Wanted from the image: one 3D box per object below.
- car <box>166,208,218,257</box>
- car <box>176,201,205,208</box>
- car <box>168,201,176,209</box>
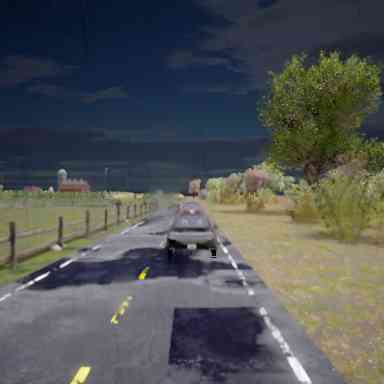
[{"bbox_3d":[0.007,1.628,13.513,2.128,1.511,4.902,0,0,0],"label":"car"},{"bbox_3d":[-0.004,1.644,28.421,2.097,1.767,4.553,0,-1,0],"label":"car"},{"bbox_3d":[-2.806,2.177,53.763,1.895,1.301,4.718,0,-1,0],"label":"car"}]
